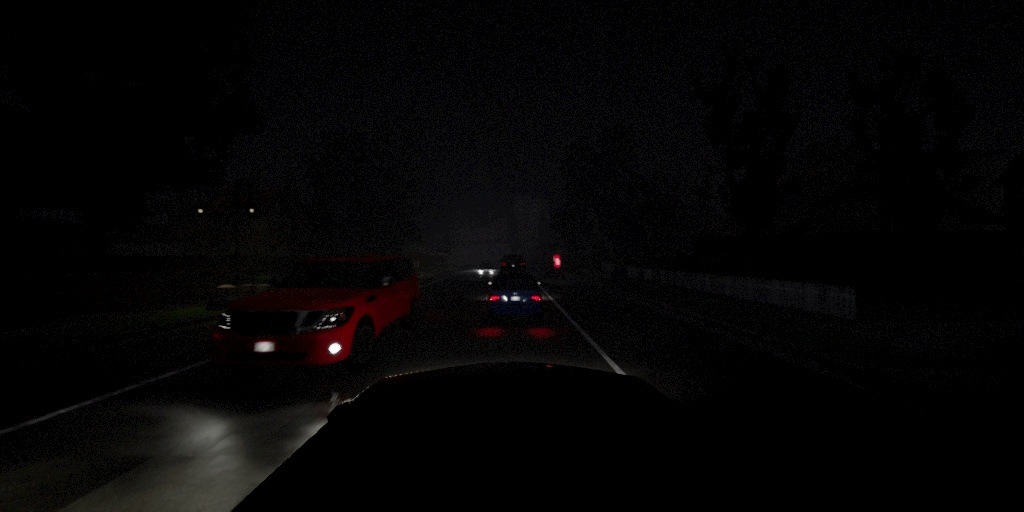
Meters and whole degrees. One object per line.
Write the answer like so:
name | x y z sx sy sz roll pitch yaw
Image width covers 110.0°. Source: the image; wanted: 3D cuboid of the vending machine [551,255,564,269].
vending machine | 6.874 0.786 54.600 1.100 2.100 0.880 0 0 0

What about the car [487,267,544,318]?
car | 0.097 1.283 12.971 2.033 1.411 5.357 0 0 0

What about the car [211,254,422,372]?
car | -3.602 0.967 7.979 2.150 2.045 5.566 0 0 0

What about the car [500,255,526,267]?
car | 0.093 0.892 32.260 2.150 2.045 5.566 0 0 0

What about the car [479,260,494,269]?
car | -3.563 1.206 50.773 1.895 1.301 4.718 0 0 1
